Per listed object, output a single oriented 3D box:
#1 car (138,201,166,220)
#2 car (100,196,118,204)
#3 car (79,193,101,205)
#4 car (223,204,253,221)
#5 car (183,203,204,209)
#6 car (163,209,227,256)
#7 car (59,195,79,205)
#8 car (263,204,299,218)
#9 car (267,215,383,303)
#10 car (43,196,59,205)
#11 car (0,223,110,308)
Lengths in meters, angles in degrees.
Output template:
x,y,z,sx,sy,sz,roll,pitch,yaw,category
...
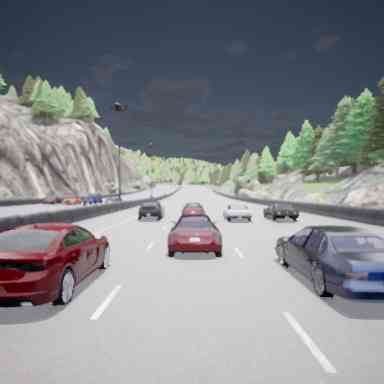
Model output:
x,y,z,sx,sy,sz,roll,pitch,yaw,category
-3.390,1.532,28.346,1.837,1.490,4.892,0,0,0,car
-14.011,1.549,58.627,2.128,1.511,4.902,0,0,1,car
-17.500,1.278,58.963,2.150,2.045,5.566,0,0,1,car
3.611,1.628,27.130,1.895,1.301,4.718,0,0,0,car
0.110,1.592,28.758,1.994,1.385,4.181,0,0,0,car
0.104,1.577,13.222,1.994,1.385,4.181,0,0,0,car
-21.007,1.408,58.468,2.097,1.767,4.553,0,0,1,car
7.111,1.628,27.120,1.895,1.301,4.718,0,0,0,car
3.602,1.556,8.451,2.033,1.411,5.357,0,0,0,car
-24.499,1.534,58.820,1.882,1.535,5.008,0,0,1,car
-3.401,1.485,8.059,1.882,1.535,5.008,0,0,0,car
